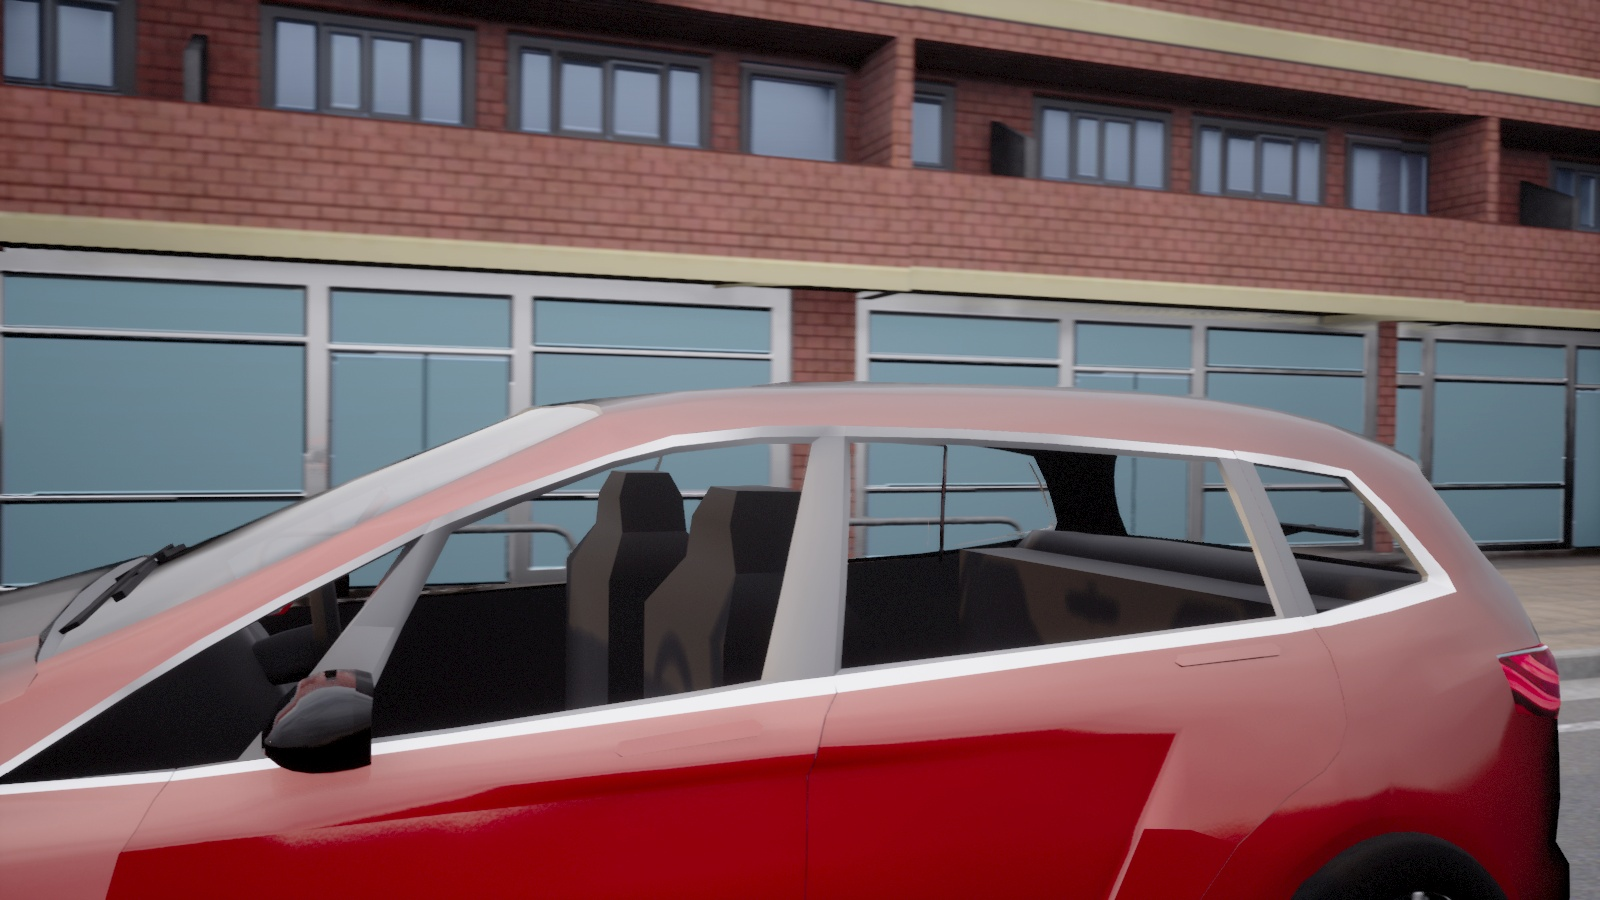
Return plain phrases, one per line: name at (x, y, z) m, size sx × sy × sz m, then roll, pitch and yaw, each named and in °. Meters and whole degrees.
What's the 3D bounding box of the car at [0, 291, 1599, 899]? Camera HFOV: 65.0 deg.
car at (-0.462, 0.597, 3.062) m, size 4.611 × 1.667 × 2.242 m, roll -1°, pitch 1°, yaw -21°
